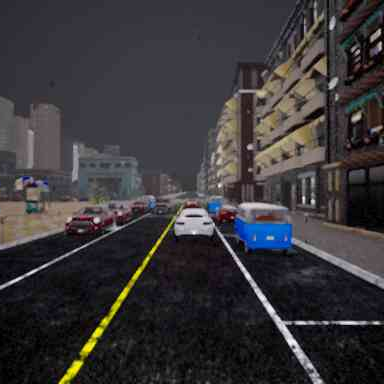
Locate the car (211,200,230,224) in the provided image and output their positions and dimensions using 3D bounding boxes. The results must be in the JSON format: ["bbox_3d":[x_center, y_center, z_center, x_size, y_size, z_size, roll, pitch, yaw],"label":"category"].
[{"bbox_3d":[2.699,1.572,24.608,1.887,1.381,4.507,1,0,0],"label":"car"}]

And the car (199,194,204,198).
[{"bbox_3d":[2.695,1.571,90.970,2.008,1.369,4.403,1,0,0],"label":"car"}]

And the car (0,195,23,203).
[{"bbox_3d":[-42.919,1.604,79.036,5.009,1.841,2.192,0,-1,1],"label":"car"}]

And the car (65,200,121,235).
[{"bbox_3d":[-5.653,1.463,18.929,1.967,1.590,4.097,1,0,0],"label":"car"}]

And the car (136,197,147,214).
[{"bbox_3d":[-5.649,1.578,35.866,1.887,1.381,4.507,1,0,0],"label":"car"}]

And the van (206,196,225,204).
[{"bbox_3d":[2.701,1.375,35.900,1.690,1.788,3.998,1,0,0],"label":"van"}]

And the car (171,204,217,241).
[{"bbox_3d":[0.093,1.546,16.849,1.812,1.442,4.674,0,0,0],"label":"car"}]

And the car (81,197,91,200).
[{"bbox_3d":[-25.204,1.772,78.838,4.313,1.339,1.947,0,-1,1],"label":"car"}]

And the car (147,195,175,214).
[{"bbox_3d":[-3.099,1.385,34.963,2.097,1.767,4.553,0,0,0],"label":"car"}]

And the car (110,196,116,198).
[{"bbox_3d":[-19.723,1.731,78.762,4.403,1.369,2.008,0,-1,1],"label":"car"}]

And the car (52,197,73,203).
[{"bbox_3d":[-30.684,1.814,78.912,4.206,1.307,1.802,0,-1,1],"label":"car"}]

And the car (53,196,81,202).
[{"bbox_3d":[-26.382,1.527,70.216,4.097,1.590,1.967,0,-1,1],"label":"car"}]

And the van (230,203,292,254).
[{"bbox_3d":[2.702,1.358,13.314,1.690,1.788,3.998,1,0,0],"label":"van"}]

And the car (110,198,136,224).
[{"bbox_3d":[-5.647,1.467,24.575,1.967,1.590,4.097,1,0,0],"label":"car"}]

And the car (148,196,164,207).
[{"bbox_3d":[-5.649,1.477,52.804,1.967,1.590,4.097,1,0,0],"label":"car"}]

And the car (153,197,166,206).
[{"bbox_3d":[-5.650,1.582,58.449,1.887,1.381,4.507,1,0,0],"label":"car"}]

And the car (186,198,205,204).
[{"bbox_3d":[0.092,1.557,32.277,1.812,1.442,4.674,0,0,0],"label":"car"}]
